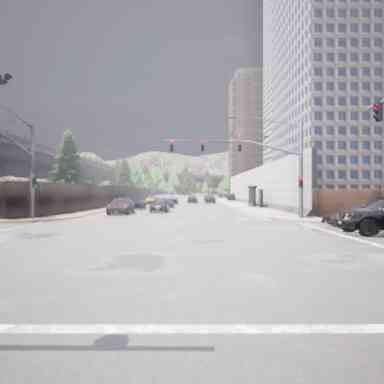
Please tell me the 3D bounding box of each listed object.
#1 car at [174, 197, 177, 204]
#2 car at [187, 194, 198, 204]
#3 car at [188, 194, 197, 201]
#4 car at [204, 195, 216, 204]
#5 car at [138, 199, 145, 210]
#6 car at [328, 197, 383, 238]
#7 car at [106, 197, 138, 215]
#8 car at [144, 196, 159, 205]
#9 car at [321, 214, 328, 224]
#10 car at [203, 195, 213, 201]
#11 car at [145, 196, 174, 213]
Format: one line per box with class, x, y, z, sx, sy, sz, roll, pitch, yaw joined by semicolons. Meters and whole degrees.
car;-3.536;1.537;45.654;1.994;1.385;4.181;0;0;-1
car;0.089;1.440;64.498;1.882;1.535;5.008;0;0;0
car;0.103;1.284;74.720;1.837;1.490;4.892;0;0;0
car;3.589;1.467;64.492;1.837;1.490;4.892;0;0;0
car;-7.036;1.576;42.417;1.895;1.301;4.718;0;0;0
car;10.616;1.266;17.762;5.566;2.045;2.150;0;0;-2
car;-7.048;1.333;33.127;2.097;1.767;4.553;0;0;0
car;-6.988;1.444;57.934;1.882;1.535;5.008;0;0;0
car;11.269;1.590;21.412;5.357;1.411;2.033;0;0;0
car;3.603;1.324;74.714;2.033;1.411;5.357;0;0;0
car;-3.538;1.470;36.711;2.128;1.511;4.902;0;0;0
